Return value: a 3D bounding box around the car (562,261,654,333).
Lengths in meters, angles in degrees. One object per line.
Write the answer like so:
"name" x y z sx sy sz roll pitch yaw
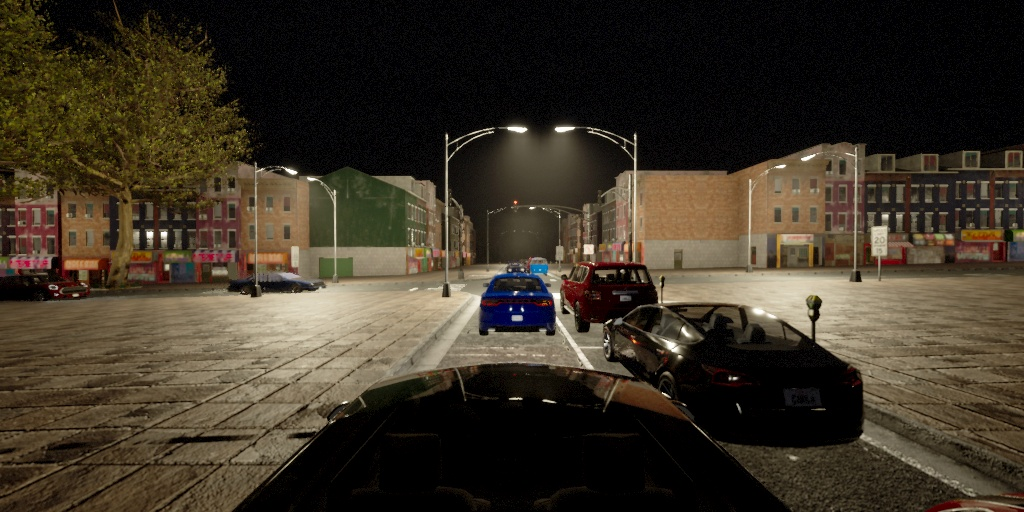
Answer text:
"car" 2.669 1.069 10.723 2.192 1.841 5.009 0 0 0

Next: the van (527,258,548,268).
"van" 2.772 1.123 37.084 1.690 1.789 3.998 0 0 0

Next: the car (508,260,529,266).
"car" 0.366 1.383 37.081 1.895 1.301 4.718 0 0 -1

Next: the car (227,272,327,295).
"car" -14.703 1.693 22.525 5.357 1.411 2.033 -2 1 0

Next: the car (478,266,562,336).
"car" 0.147 1.232 10.448 1.882 1.535 5.008 0 0 1

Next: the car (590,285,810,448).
"car" 2.648 1.317 5.321 1.948 1.339 4.313 0 0 0

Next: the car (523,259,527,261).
"car" 2.793 1.106 42.490 2.192 1.841 5.009 0 0 0

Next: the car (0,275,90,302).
"car" -29.723 1.955 22.576 4.553 1.767 2.097 -2 1 0
